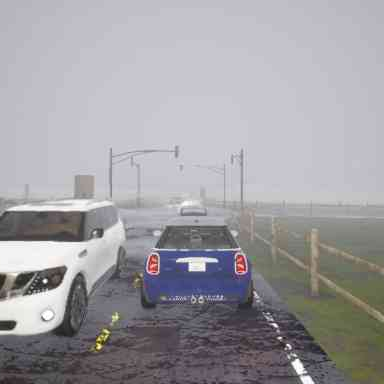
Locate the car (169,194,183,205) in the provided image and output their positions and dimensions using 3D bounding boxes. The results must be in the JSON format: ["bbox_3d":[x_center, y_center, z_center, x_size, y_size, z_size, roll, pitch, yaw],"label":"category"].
[{"bbox_3d":[-2.898,1.540,57.085,1.812,1.442,4.674,0,0,0],"label":"car"}]

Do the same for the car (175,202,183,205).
[{"bbox_3d":[0.080,1.507,17.196,1.837,1.490,4.892,0,0,0],"label":"car"}]

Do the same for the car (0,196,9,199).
[{"bbox_3d":[-21.078,1.112,36.297,5.008,1.535,1.882,1,0,0],"label":"car"}]

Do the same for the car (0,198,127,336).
[{"bbox_3d":[-2.856,1.222,7.017,2.150,2.045,5.566,0,0,0],"label":"car"}]

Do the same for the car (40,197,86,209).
[{"bbox_3d":[-15.392,1.353,39.849,4.718,1.301,1.895,1,0,-2],"label":"car"}]

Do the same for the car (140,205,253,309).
[{"bbox_3d":[0.090,1.353,8.030,2.097,1.767,4.553,0,0,0],"label":"car"}]

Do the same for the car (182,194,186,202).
[{"bbox_3d":[-2.781,1.572,69.827,1.994,1.385,4.181,0,0,0],"label":"car"}]
